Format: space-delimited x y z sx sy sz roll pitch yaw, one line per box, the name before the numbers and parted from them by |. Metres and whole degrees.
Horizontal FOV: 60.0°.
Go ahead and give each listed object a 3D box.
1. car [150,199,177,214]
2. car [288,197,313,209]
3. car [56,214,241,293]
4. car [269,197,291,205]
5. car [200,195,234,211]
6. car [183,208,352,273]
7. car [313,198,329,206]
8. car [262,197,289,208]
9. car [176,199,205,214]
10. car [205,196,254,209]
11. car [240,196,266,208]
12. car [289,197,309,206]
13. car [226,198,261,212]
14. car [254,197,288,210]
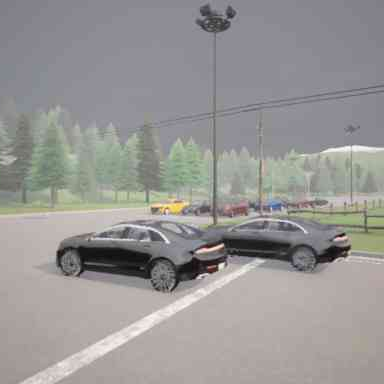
car | -2.242 1.476 34.569 1.882 1.535 5.008 0 0 36
car | 14.439 1.476 45.451 1.882 1.535 5.008 0 0 37
car | -1.451 1.491 8.806 4.902 1.511 2.128 0 0 28
car | 15.583 1.545 58.726 2.033 1.411 5.357 0 0 37
car | 3.201 1.350 42.007 2.097 1.767 4.553 0 0 36
car | 2.427 1.491 10.723 4.902 1.511 2.128 0 0 34
car | 20.420 1.599 53.527 1.895 1.301 4.718 0 0 37
car | 12.238 1.490 48.363 2.128 1.511 4.902 0 0 37
car | 0.871 1.524 32.867 1.812 1.442 4.674 0 0 37
car | 3.531 1.351 30.604 2.097 1.767 4.553 0 0 36
car | 9.357 1.476 50.349 1.882 1.535 5.008 0 0 36
car | 18.193 1.562 56.393 1.994 1.385 4.181 0 0 37
car | 6.327 1.490 40.352 2.128 1.511 4.902 0 0 36
car | 8.806 1.476 37.817 1.882 1.535 5.008 0 0 36
